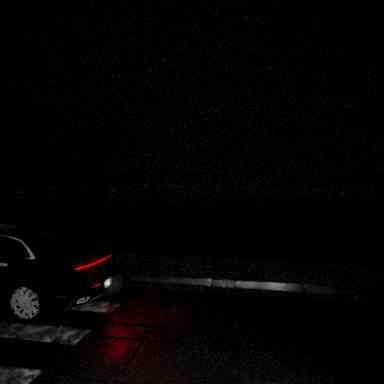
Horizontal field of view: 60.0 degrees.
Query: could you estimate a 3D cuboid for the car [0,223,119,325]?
[{"bbox_3d":[-3.910,1.397,6.560,4.892,1.490,1.837,0,2,11],"label":"car"}]
